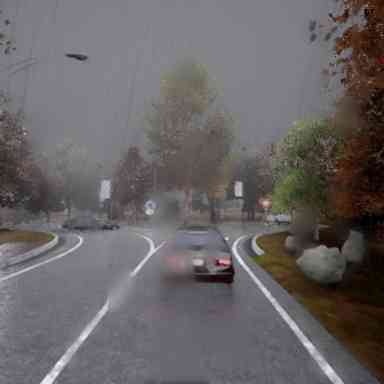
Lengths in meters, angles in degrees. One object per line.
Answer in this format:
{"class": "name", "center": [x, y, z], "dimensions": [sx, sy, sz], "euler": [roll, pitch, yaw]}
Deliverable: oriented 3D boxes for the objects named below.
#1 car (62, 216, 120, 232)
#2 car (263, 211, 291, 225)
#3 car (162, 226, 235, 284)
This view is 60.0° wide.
{"class": "car", "center": [-9.202, 2.866, 30.175], "dimensions": [5.357, 1.411, 2.033], "euler": [-2, -4, 23]}
{"class": "car", "center": [12.914, 3.869, 50.517], "dimensions": [2.150, 2.045, 5.566], "euler": [2, -4, -15]}
{"class": "car", "center": [0.189, 1.746, 10.099], "dimensions": [2.033, 1.411, 5.357], "euler": [0, -2, 1]}
